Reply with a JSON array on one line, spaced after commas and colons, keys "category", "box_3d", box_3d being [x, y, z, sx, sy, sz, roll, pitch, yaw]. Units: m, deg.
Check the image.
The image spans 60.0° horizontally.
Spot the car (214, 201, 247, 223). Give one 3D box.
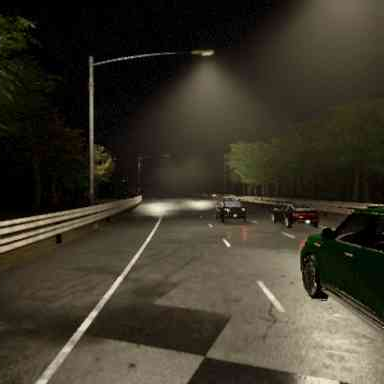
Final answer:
[{"category": "car", "box_3d": [2.845, 1.427, 25.298, 2.128, 1.511, 4.902, 0, 0, -3]}]

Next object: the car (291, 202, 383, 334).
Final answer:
[{"category": "car", "box_3d": [3.536, 1.208, 5.194, 2.150, 2.045, 5.566, 0, 0, -1]}]

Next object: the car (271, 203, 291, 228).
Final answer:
[{"category": "car", "box_3d": [6.542, 1.447, 21.525, 1.837, 1.490, 4.892, 0, 0, -3]}]
